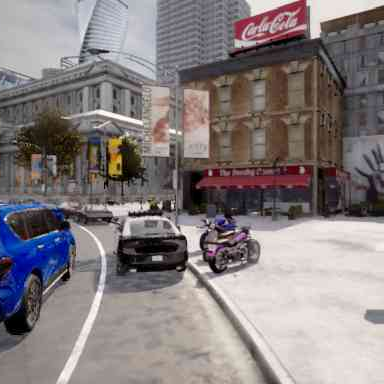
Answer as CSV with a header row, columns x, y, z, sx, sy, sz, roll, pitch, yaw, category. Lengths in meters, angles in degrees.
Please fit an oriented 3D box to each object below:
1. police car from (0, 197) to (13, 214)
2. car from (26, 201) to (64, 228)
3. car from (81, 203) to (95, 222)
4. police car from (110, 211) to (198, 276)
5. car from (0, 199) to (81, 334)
x,y,z,sx,sy,sz,roll,pitch,yaw,category
-21.686,1.426,36.335,5.238,1.638,1.930,0,0,41,police car
-10.393,1.480,23.280,1.882,1.535,5.008,0,0,-30,car
-10.610,1.524,29.313,2.002,1.452,4.674,0,0,-38,car
-1.514,1.427,10.675,1.930,1.638,5.238,0,0,-15,police car
-3.868,1.218,6.716,2.150,2.045,5.566,0,-1,-10,car
